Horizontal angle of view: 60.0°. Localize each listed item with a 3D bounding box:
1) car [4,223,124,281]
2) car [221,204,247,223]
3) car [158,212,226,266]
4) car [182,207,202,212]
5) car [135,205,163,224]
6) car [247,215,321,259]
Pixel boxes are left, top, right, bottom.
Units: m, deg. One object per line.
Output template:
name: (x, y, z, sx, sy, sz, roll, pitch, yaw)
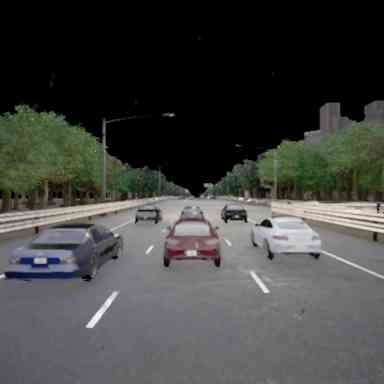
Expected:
car: (-3.480, 1.656, 10.173, 2.033, 1.411, 5.357, 0, -1, 0)
car: (3.539, 1.761, 28.506, 1.882, 1.535, 5.008, 0, 0, 0)
car: (0.033, 1.653, 11.906, 1.812, 1.442, 4.674, 0, -1, 1)
car: (0.012, 1.804, 25.151, 2.033, 1.411, 5.357, 0, 0, 0)
car: (-3.471, 1.767, 27.348, 2.128, 1.511, 4.902, 0, 0, 0)
car: (3.543, 1.664, 13.074, 1.812, 1.442, 4.674, 0, 0, 0)
